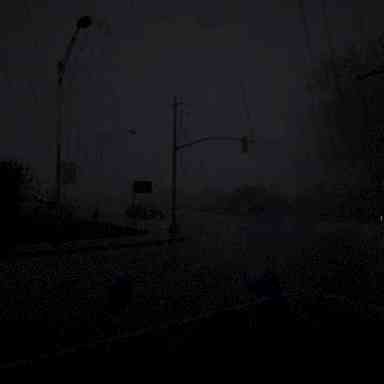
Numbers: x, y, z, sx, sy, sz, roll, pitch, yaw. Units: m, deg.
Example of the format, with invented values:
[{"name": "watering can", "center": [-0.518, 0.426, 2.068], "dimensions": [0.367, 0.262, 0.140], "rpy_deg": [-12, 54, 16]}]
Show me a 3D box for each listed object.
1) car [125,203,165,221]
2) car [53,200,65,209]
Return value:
[{"name": "car", "center": [-4.222, 1.714, 29.235], "dimensions": [1.812, 1.442, 4.674], "rpy_deg": [1, 0, -39]}, {"name": "car", "center": [-20.186, 1.642, 49.154], "dimensions": [1.882, 1.535, 5.008], "rpy_deg": [1, 0, -39]}]
